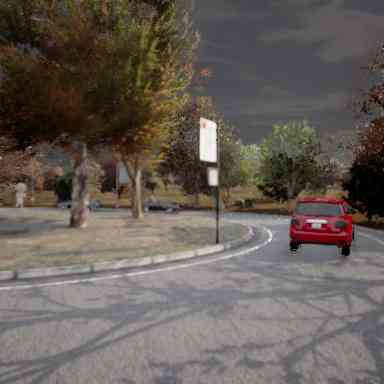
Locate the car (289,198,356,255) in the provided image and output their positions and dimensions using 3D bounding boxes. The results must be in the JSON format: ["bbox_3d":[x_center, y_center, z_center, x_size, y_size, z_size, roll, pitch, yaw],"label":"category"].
[{"bbox_3d":[5.571,1.279,14.032,2.150,2.045,5.566,1,0,27],"label":"car"}]

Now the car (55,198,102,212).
[{"bbox_3d":[-12.503,1.359,36.881,4.902,1.511,2.128,1,0,-10],"label":"car"}]

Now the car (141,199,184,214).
[{"bbox_3d":[-3.241,1.510,36.015,4.902,1.511,2.128,0,0,25],"label":"car"}]
